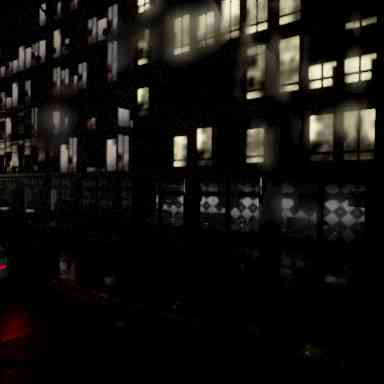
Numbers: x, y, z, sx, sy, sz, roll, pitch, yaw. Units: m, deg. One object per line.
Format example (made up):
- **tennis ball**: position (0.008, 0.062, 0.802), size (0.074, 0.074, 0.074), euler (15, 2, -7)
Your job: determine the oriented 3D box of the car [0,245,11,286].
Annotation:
- **car**: position (-5.845, 1.337, 7.426), size (4.674, 1.442, 1.812), euler (1, 1, 35)
